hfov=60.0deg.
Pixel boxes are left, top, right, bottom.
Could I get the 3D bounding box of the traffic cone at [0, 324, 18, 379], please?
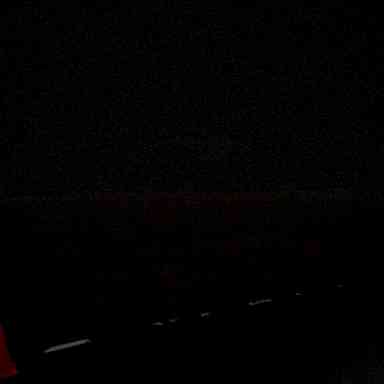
[{"bbox_3d":[-2.348,1.930,4.090,0.340,0.580,0.340,0,0,-34],"label":"traffic cone"}]
